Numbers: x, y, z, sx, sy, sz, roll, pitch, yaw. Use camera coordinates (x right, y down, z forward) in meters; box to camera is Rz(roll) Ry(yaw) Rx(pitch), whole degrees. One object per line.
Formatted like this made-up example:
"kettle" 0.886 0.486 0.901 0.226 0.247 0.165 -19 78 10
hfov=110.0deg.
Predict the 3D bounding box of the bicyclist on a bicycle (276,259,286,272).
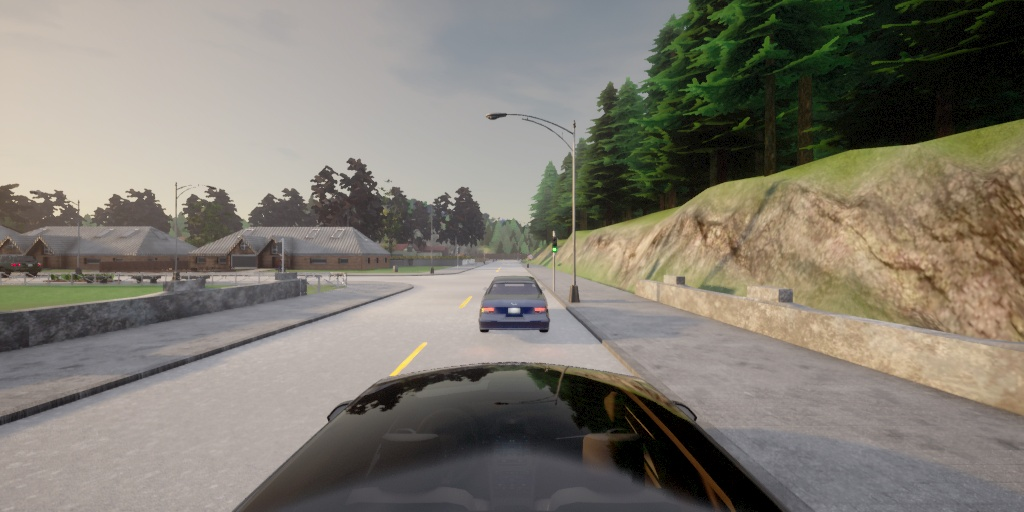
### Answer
"bicyclist on a bicycle" -24.157 1.099 37.533 0.582 1.620 1.656 0 0 0

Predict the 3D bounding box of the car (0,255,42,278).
"car" -47.370 0.971 33.288 5.566 2.045 2.150 0 0 1

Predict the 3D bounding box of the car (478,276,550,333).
"car" 0.064 1.297 10.750 2.033 1.411 5.357 0 0 0
